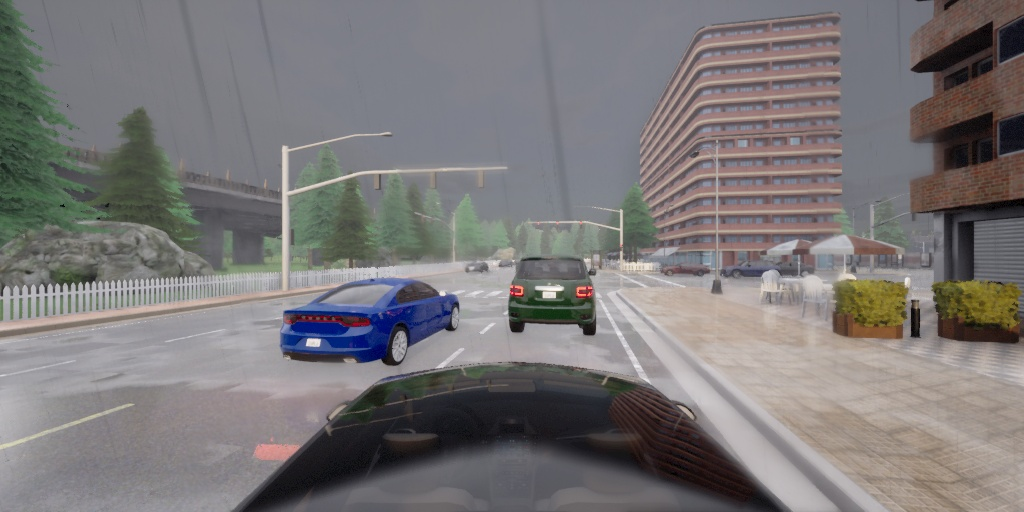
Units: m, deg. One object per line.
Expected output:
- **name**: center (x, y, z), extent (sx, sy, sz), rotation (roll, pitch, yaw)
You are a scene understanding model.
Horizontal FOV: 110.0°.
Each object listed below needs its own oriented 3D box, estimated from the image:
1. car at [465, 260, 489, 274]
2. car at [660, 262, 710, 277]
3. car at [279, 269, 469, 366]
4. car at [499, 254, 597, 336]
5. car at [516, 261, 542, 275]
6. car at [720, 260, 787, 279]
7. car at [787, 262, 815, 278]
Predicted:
- **car**: center (-4.008, 1.246, 41.906), extent (2.128, 1.511, 4.902), rotation (0, 0, 10)
- **car**: center (17.701, 1.331, 36.793), extent (4.674, 1.442, 1.812), rotation (0, 0, 13)
- **car**: center (-2.709, 1.228, 8.141), extent (1.882, 1.535, 5.008), rotation (0, 0, 11)
- **car**: center (1.320, 0.971, 10.720), extent (2.150, 2.045, 5.566), rotation (0, 0, 10)
- **car**: center (1.880, 1.330, 40.977), extent (1.994, 1.385, 4.181), rotation (0, 0, -13)
- **car**: center (21.519, 1.157, 32.484), extent (4.553, 1.767, 2.097), rotation (0, 0, 10)
- **car**: center (26.615, 1.310, 35.121), extent (4.892, 1.490, 1.837), rotation (0, 0, 10)
